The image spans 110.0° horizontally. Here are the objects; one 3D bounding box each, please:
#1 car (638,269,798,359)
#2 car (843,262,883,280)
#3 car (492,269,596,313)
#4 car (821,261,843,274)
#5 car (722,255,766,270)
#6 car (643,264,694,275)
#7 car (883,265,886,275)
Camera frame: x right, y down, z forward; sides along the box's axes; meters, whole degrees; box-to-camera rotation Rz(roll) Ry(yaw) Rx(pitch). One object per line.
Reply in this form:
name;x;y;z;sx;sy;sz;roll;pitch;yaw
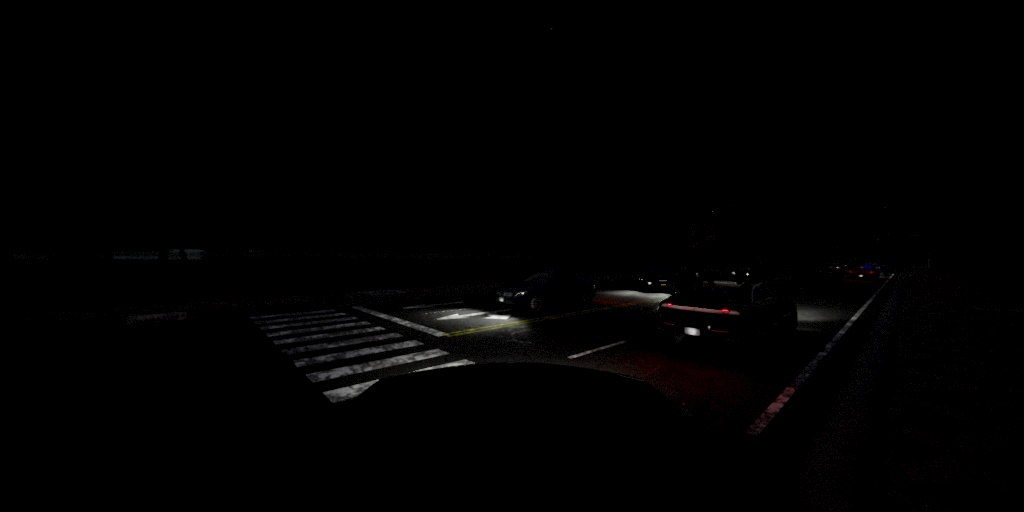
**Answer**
car;5.285;1.249;8.561;4.902;1.511;2.128;0;0;-42
car;31.472;1.407;32.112;4.718;1.301;1.895;0;0;-42
car;1.396;1.243;13.937;4.674;1.442;1.812;0;0;-41
car;38.107;1.352;42.454;5.357;1.411;2.033;0;0;-42
car;19.789;0.966;30.524;5.566;2.045;2.150;-1;1;-42
car;9.254;1.238;21.039;4.892;1.490;1.837;0;0;-42
car;38.786;1.347;38.758;4.674;1.442;1.812;0;0;-42
